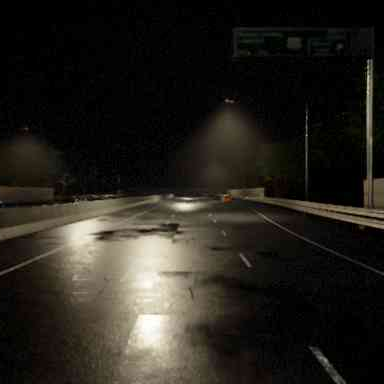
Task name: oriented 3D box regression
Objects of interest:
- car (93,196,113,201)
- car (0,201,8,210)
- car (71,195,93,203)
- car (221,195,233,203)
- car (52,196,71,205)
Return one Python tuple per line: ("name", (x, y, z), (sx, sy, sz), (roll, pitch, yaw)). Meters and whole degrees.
("car", (-14.047, 1.489, 54.347), (2.128, 1.511, 4.902), (0, 0, 0))
("car", (-23.864, 1.596, 39.327), (1.895, 1.301, 4.718), (0, 0, -3))
("car", (-17.544, 1.350, 54.605), (2.097, 1.767, 4.553), (0, 0, 0))
("car", (6.995, 1.423, 66.664), (1.882, 1.535, 5.008), (0, 0, 0))
("car", (-21.040, 1.476, 54.070), (1.882, 1.535, 5.008), (0, 0, 1))
